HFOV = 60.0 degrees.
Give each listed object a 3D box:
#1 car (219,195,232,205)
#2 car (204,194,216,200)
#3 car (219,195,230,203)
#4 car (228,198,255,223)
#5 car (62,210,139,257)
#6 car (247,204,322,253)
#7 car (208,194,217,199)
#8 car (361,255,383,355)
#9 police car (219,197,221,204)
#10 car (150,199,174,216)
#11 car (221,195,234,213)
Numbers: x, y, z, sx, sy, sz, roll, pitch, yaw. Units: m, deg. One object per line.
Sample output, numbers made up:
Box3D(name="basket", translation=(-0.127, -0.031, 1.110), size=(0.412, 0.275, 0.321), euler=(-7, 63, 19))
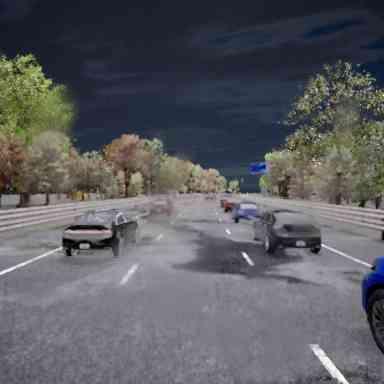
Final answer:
Box3D(name="car", translation=(5.669, 1.316, 56.865), size=(2.128, 1.511, 4.902), euler=(0, 0, 4))
Box3D(name="car", translation=(3.971, 1.226, 78.051), size=(1.895, 1.301, 4.718), euler=(0, 0, 6))
Box3D(name="car", translation=(6.558, 1.346, 67.707), size=(2.033, 1.411, 5.357), euler=(0, 0, 5))
Box3D(name="car", translation=(3.914, 1.439, 24.282), size=(1.812, 1.442, 4.674), euler=(0, 0, 2))
Box3D(name="car", translation=(-3.260, 1.442, 12.654), size=(2.128, 1.511, 4.902), euler=(0, 0, 1))
Box3D(name="car", translation=(3.633, 1.456, 13.408), size=(1.837, 1.490, 4.892), euler=(0, 0, 1))
Box3D(name="car", translation=(5.814, 1.263, 94.008), size=(2.033, 1.411, 5.357), euler=(0, 0, 7))
Box3D(name="car", translation=(3.625, 1.214, 2.712), size=(2.150, 2.045, 5.566), euler=(0, 0, 1))
Box3D(name="police car", translation=(4.939, 1.274, 46.122), size=(1.930, 1.638, 5.238), euler=(0, 0, 3))
Box3D(name="car", translation=(-2.729, 1.413, 30.800), size=(1.812, 1.442, 4.674), euler=(0, 0, 2))
Box3D(name="car", translation=(4.347, 1.356, 35.151), size=(1.882, 1.535, 5.008), euler=(0, 0, 3))
